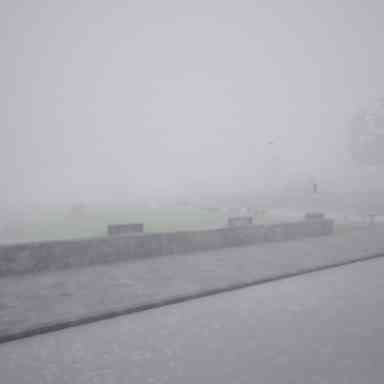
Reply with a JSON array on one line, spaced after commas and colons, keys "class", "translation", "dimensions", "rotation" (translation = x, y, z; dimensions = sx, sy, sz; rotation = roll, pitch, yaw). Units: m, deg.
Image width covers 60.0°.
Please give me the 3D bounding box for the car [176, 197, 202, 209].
[{"class": "car", "translation": [-0.437, 1.537, 47.802], "dimensions": [1.882, 1.535, 5.008], "rotation": [0, 0, -35]}]
